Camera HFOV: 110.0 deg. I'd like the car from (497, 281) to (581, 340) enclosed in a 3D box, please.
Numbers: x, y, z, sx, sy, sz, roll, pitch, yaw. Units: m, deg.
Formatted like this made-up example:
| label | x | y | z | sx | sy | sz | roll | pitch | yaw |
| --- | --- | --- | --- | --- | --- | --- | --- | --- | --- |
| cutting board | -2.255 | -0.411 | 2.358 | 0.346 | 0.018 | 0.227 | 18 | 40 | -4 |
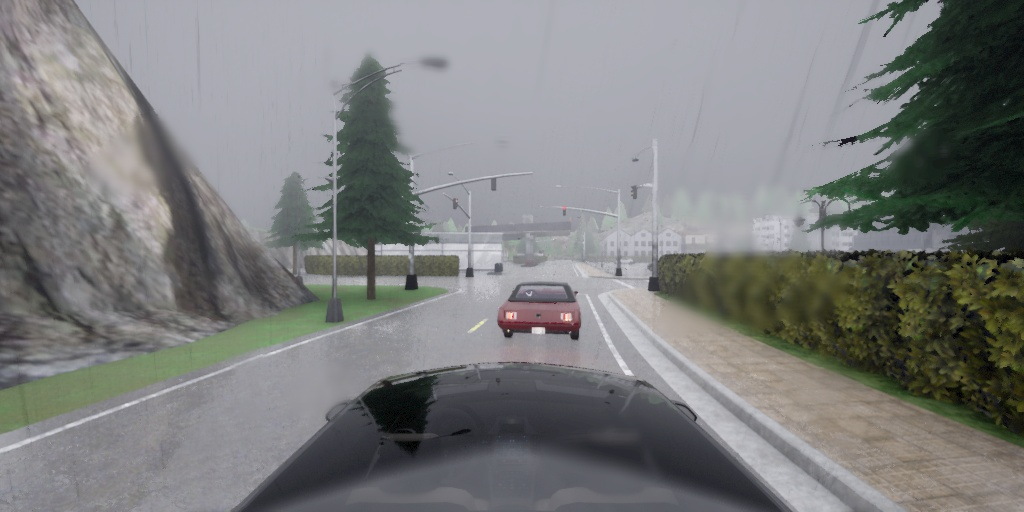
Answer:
| label | x | y | z | sx | sy | sz | roll | pitch | yaw |
| --- | --- | --- | --- | --- | --- | --- | --- | --- | --- |
| car | 0.912 | 1.359 | 10.089 | 1.895 | 1.301 | 4.718 | 0 | 0 | 8 |
